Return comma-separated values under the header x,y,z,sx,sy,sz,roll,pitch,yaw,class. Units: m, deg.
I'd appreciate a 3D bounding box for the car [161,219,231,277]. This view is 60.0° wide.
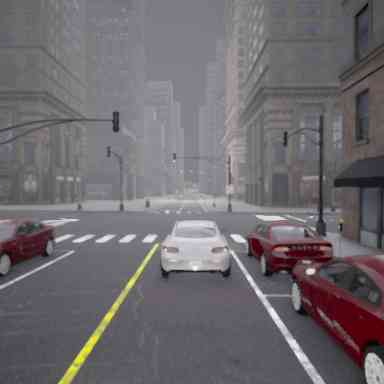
x,y,z,sx,sy,sz,roll,pitch,yaw,class
0.132,1.532,10.117,1.812,1.442,4.674,0,0,1,car

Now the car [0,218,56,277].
x,y,z,sx,sy,sz,roll,pitch,yaw,class
-5.774,1.551,10.242,1.887,1.381,4.507,-1,0,0,car

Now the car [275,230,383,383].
x,y,z,sx,sy,sz,roll,pitch,yaw,class
2.751,1.548,4.737,1.887,1.381,4.507,-1,0,0,car

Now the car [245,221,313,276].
x,y,z,sx,sy,sz,roll,pitch,yaw,class
2.751,1.551,10.243,1.887,1.381,4.507,-1,0,0,car
